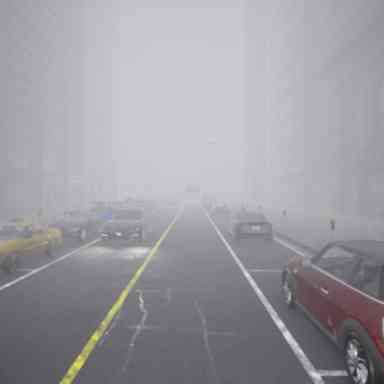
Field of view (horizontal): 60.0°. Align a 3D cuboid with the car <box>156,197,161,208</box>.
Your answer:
[{"bbox_3d":[-5.705,1.697,44.668,1.947,1.339,4.313,0,0,0],"label":"car"}]

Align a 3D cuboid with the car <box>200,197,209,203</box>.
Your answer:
[{"bbox_3d":[2.864,1.819,78.479,1.947,1.339,4.313,0,0,0],"label":"car"}]

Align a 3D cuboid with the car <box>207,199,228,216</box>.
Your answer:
[{"bbox_3d":[2.805,1.679,33.390,1.802,1.307,4.206,0,0,0],"label":"car"}]

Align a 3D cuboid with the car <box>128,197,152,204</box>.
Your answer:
[{"bbox_3d":[-5.721,1.411,33.396,2.192,1.841,5.009,0,0,0],"label":"car"}]

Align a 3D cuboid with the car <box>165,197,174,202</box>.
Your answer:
[{"bbox_3d":[-5.653,1.841,84.124,1.947,1.339,4.313,0,0,0],"label":"car"}]

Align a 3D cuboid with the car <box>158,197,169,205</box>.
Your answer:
[{"bbox_3d":[-5.676,1.733,67.045,1.752,1.417,4.829,0,0,0],"label":"car"}]

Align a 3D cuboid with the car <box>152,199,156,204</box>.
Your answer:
[{"bbox_3d":[-5.713,1.679,39.032,1.947,1.339,4.313,0,0,0],"label":"car"}]

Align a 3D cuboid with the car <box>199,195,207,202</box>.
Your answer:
[{"bbox_3d":[2.879,1.740,89.752,1.967,1.590,4.097,0,0,0],"label":"car"}]

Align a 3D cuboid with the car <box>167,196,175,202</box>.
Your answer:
[{"bbox_3d":[-5.646,1.849,89.761,2.008,1.369,4.403,0,0,0],"label":"car"}]

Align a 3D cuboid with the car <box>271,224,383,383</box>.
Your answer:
[{"bbox_3d":[2.766,1.455,5.208,1.967,1.590,4.097,0,0,0],"label":"car"}]

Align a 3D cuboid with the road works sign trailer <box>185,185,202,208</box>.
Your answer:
[{"bbox_3d":[0.070,0.620,52.195,2.380,3.560,2.880,0,0,0],"label":"road works sign trailer"}]

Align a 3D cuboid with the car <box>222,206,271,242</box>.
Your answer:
[{"bbox_3d":[2.782,1.612,16.480,1.947,1.339,4.313,0,0,0],"label":"car"}]

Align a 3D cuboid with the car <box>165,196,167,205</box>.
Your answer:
[{"bbox_3d":[-5.690,1.750,55.942,1.802,1.307,4.206,0,0,0],"label":"car"}]

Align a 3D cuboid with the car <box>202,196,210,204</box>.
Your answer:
[{"bbox_3d":[2.827,1.732,50.299,1.802,1.307,4.206,0,0,0],"label":"car"}]

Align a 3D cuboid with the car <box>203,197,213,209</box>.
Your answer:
[{"bbox_3d":[2.820,1.714,44.662,1.802,1.307,4.206,0,0,0],"label":"car"}]

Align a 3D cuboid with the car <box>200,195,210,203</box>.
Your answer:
[{"bbox_3d":[2.834,1.609,55.935,1.967,1.590,4.097,0,0,0],"label":"car"}]

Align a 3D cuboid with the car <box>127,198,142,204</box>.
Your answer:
[{"bbox_3d":[-5.729,1.519,27.758,1.967,1.590,4.097,0,0,0],"label":"car"}]

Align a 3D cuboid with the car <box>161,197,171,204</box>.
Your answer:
[{"bbox_3d":[-5.668,1.812,72.851,1.802,1.307,4.206,0,0,0],"label":"car"}]

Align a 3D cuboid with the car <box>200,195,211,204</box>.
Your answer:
[{"bbox_3d":[2.856,1.546,72.844,2.192,1.841,5.009,0,0,0],"label":"car"}]

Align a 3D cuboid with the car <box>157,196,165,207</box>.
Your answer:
[{"bbox_3d":[-5.698,1.700,50.305,2.008,1.369,4.403,0,0,0],"label":"car"}]

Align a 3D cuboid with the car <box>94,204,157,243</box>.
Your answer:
[{"bbox_3d":[-3.078,1.550,16.437,1.837,1.490,4.892,0,0,0],"label":"car"}]

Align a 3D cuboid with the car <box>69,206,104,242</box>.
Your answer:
[{"bbox_3d":[-5.743,1.596,16.485,2.008,1.369,4.403,0,0,0],"label":"car"}]

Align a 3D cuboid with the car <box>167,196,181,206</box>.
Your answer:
[{"bbox_3d":[-2.977,1.527,57.809,2.097,1.767,4.553,0,0,1],"label":"car"}]

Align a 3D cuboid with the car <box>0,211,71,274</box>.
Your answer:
[{"bbox_3d":[-5.751,1.554,10.679,1.752,1.417,4.829,0,0,0],"label":"car"}]

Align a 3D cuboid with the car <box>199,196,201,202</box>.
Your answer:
[{"bbox_3d":[2.848,1.525,67.207,2.192,1.841,5.009,0,0,0],"label":"car"}]

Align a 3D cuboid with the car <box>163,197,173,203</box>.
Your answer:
[{"bbox_3d":[-5.660,1.818,78.488,1.947,1.339,4.313,0,0,0],"label":"car"}]

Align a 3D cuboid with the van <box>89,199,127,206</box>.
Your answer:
[{"bbox_3d":[-5.736,1.403,22.122,1.690,1.788,3.998,0,0,0],"label":"van"}]
